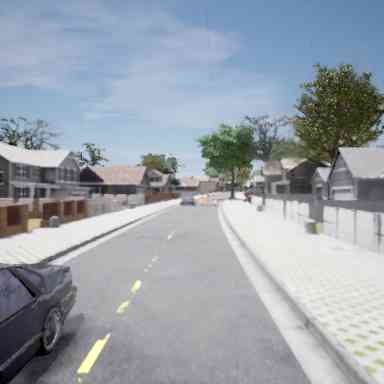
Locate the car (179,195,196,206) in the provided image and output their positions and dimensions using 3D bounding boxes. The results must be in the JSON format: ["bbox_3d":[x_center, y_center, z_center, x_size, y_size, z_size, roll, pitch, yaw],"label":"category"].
[{"bbox_3d":[-0.524,1.224,46.678,1.812,1.442,4.674,0,0,6],"label":"car"}]

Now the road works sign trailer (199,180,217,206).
[{"bbox_3d":[2.267,0.158,46.770,2.380,3.560,2.880,0,1,6],"label":"road works sign trailer"}]

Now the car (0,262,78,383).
[{"bbox_3d":[-2.821,1.530,3.273,2.033,1.411,5.357,0,0,0],"label":"car"}]
